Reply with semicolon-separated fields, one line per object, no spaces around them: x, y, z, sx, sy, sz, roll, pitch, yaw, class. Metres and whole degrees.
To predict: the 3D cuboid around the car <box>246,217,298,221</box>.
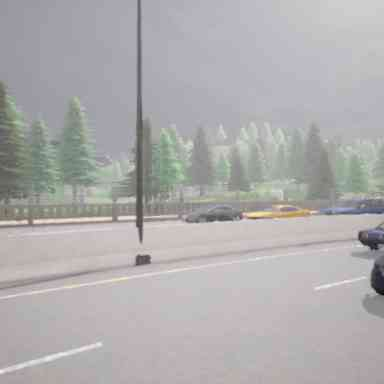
6.160;1.676;23.745;5.008;1.535;1.882;0;-1;-26;car

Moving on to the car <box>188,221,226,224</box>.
1.619;1.714;25.328;4.902;1.511;2.128;0;-1;-27;car

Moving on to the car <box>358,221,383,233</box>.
8.879;1.699;13.190;4.718;1.301;1.895;0;-1;-28;car

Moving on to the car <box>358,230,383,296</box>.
5.942;1.618;7.457;4.181;1.385;1.994;0;-1;-32;car

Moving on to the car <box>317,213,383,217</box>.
11.018;1.397;22.217;5.566;2.045;2.150;0;-1;-24;car
